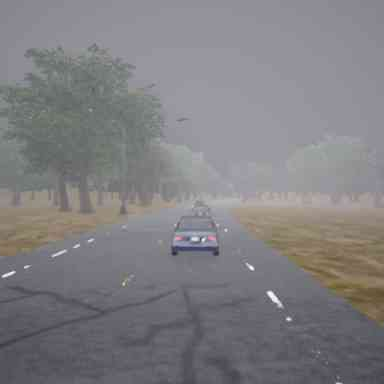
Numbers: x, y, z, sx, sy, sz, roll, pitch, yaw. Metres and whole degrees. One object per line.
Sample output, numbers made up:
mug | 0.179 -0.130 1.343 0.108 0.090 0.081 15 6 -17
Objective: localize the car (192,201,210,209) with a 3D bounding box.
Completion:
car | 0.784 1.820 28.832 2.033 1.411 5.357 0 -1 3

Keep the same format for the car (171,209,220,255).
car | 0.166 1.679 13.884 2.033 1.411 5.357 0 -1 2

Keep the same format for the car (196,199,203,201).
car | 1.570 2.243 71.968 1.895 1.301 4.718 0 0 8
